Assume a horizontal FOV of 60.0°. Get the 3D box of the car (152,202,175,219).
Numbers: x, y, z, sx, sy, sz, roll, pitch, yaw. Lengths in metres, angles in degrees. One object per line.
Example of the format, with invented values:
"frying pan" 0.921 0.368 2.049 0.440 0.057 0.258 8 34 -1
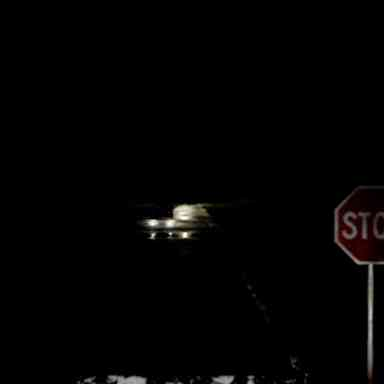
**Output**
"car" -2.700 1.726 31.861 1.882 1.535 5.008 0 0 0
